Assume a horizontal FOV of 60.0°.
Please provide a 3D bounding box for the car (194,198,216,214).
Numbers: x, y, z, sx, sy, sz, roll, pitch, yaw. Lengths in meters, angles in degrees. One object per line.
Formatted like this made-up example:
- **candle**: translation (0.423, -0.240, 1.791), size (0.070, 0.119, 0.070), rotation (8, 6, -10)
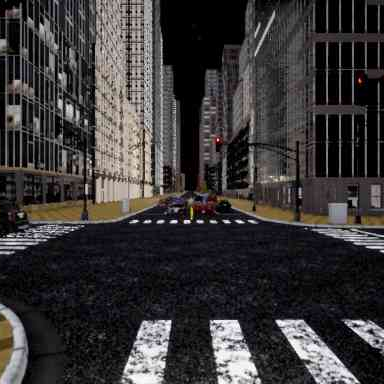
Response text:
- **car**: translation (1.220, 1.617, 34.778), size (1.895, 1.301, 4.718), rotation (0, 0, 2)

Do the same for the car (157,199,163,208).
- **car**: translation (-4.048, 1.592, 47.321), size (1.802, 1.307, 4.206), rotation (0, 0, 0)

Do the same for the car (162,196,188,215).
- **car**: translation (-1.527, 1.508, 33.766), size (2.128, 1.511, 4.902), rotation (0, 0, -1)

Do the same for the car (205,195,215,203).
- **car**: translation (3.729, 1.432, 69.469), size (1.967, 1.590, 4.097), rotation (0, 0, 0)

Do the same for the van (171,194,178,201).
- **van**: translation (-4.203, 1.321, 80.487), size (1.690, 1.788, 3.998), rotation (0, 0, 0)

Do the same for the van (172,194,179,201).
- **van**: translation (-4.229, 1.315, 86.014), size (1.690, 1.788, 3.998), rotation (0, 0, 0)

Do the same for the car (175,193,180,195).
- **car**: translation (-4.177, 1.426, 74.960), size (1.967, 1.590, 4.097), rotation (0, 0, 0)

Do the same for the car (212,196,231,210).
- **car**: translation (3.907, 1.579, 41.832), size (1.947, 1.339, 4.313), rotation (0, 0, 0)

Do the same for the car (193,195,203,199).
- **car**: translation (1.264, 1.497, 69.151), size (1.837, 1.490, 4.892), rotation (0, 0, 0)

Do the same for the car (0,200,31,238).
- **car**: translation (-10.484, 1.181, 16.198), size (4.553, 1.767, 2.097), rotation (1, 0, -3)

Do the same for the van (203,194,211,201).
- **van**: translation (3.677, 1.321, 80.524), size (1.690, 1.788, 3.998), rotation (0, 0, 0)

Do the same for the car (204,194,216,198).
- **car**: translation (3.755, 1.313, 63.940), size (2.192, 1.841, 5.009), rotation (0, 0, 0)

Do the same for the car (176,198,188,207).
- **car**: translation (-1.603, 1.607, 53.959), size (1.895, 1.301, 4.718), rotation (0, 0, 0)
